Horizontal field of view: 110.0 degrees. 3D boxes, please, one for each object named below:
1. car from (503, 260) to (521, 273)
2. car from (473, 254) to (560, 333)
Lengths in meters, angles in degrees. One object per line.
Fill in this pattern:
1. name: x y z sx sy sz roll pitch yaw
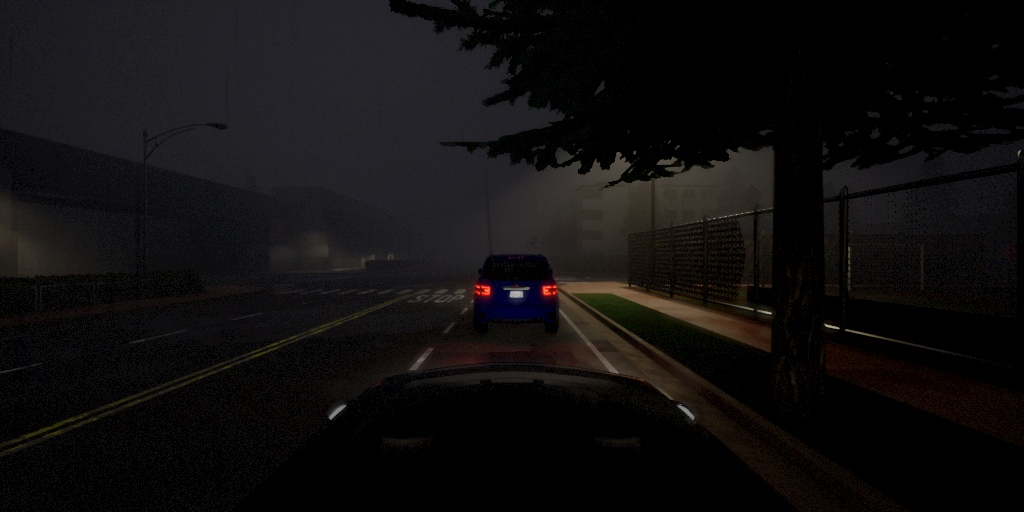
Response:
1. car: 0.005 1.241 45.741 2.128 1.511 4.902 0 0 0
2. car: 0.111 0.971 10.889 2.150 2.045 5.566 0 0 0
